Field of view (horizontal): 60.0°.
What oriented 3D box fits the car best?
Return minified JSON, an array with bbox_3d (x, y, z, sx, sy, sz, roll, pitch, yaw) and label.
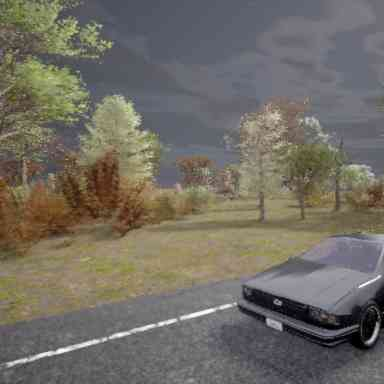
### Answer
[{"bbox_3d":[3.362,1.530,6.391,5.357,1.411,2.033,0,0,-36],"label":"car"}]
